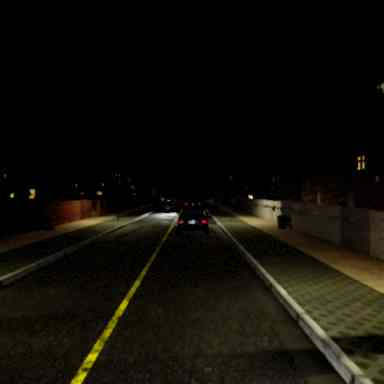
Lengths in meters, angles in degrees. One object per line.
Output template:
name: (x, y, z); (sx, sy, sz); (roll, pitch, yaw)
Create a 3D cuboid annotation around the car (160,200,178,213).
car: (-2.790, 1.707, 41.003); (2.128, 1.511, 4.902); (0, 0, 0)

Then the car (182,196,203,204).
car: (0.097, 1.422, 38.120); (2.150, 2.045, 5.566); (0, 0, 0)

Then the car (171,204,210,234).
car: (0.090, 1.650, 19.994); (2.033, 1.411, 5.357); (0, 0, 1)
